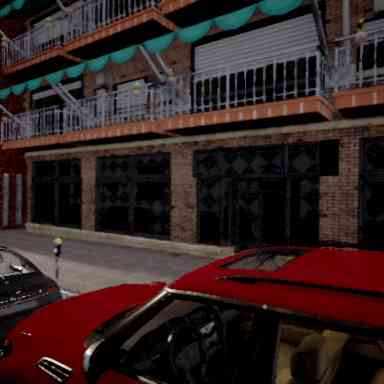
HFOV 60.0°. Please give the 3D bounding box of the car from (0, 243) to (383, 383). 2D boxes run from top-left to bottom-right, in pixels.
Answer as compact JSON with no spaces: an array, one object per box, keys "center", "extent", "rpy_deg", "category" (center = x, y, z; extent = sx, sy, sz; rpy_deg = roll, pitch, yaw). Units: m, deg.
[{"center":[0.678,1.314,2.182],"extent":[5.009,1.841,2.192],"rpy_deg":[0,1,36],"category":"car"}]
